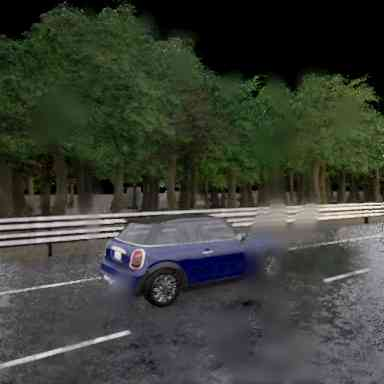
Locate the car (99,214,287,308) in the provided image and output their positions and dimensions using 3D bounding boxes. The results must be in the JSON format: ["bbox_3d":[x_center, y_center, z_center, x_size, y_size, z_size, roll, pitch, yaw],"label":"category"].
[{"bbox_3d":[0.210,1.324,8.100,4.553,1.767,2.097,0,0,-35],"label":"car"}]
